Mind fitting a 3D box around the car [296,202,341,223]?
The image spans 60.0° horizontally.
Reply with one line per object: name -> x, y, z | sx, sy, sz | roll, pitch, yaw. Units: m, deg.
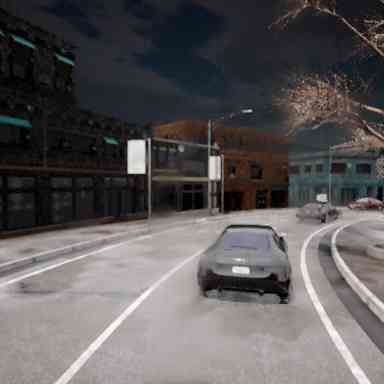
car -> 9.443, 1.445, 24.615 | 2.033, 1.411, 5.357 | 1, 1, 39

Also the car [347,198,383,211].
car -> 19.722, 1.404, 37.717 | 4.674, 1.442, 1.812 | 1, 1, -27

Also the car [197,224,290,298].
car -> 1.468, 1.514, 8.590 | 1.994, 1.385, 4.181 | 0, 1, 14
